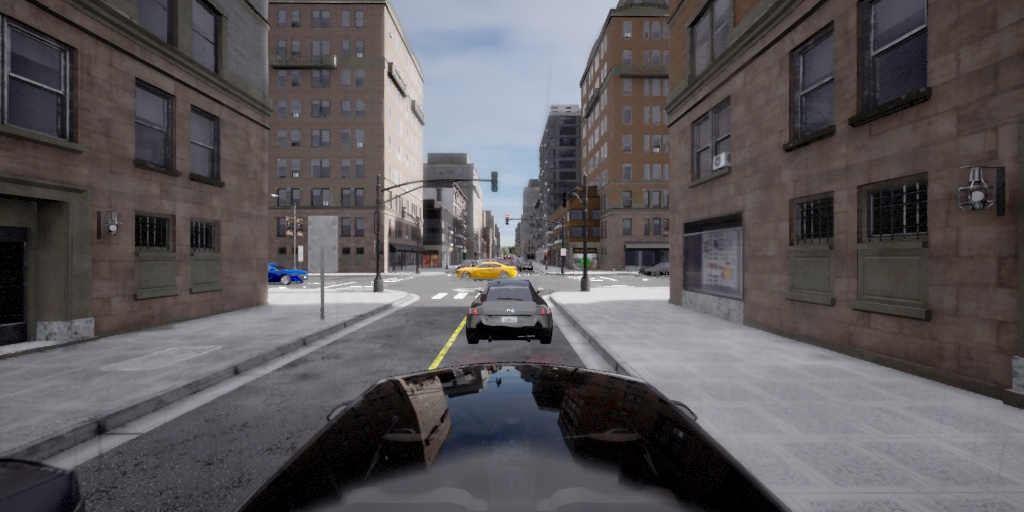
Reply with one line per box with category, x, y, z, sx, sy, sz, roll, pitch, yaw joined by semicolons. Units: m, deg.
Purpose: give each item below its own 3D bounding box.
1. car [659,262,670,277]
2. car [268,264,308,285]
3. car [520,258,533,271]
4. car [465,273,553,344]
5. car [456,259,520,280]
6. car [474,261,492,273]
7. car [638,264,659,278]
car;15.338;1.190;30.048;4.892;1.490;1.837;0;0;-1
car;-17.575;1.288;26.167;5.008;1.535;1.882;0;0;1
car;1.916;1.356;48.649;1.948;1.339;4.313;0;0;0
car;-0.067;1.314;9.578;1.994;1.385;4.181;0;0;0
car;-2.097;1.237;29.823;5.008;1.535;1.882;0;0;-1
car;-3.560;1.309;44.633;1.812;1.442;4.674;0;0;1
car;14.630;1.241;33.290;5.357;1.411;2.033;0;0;-1
